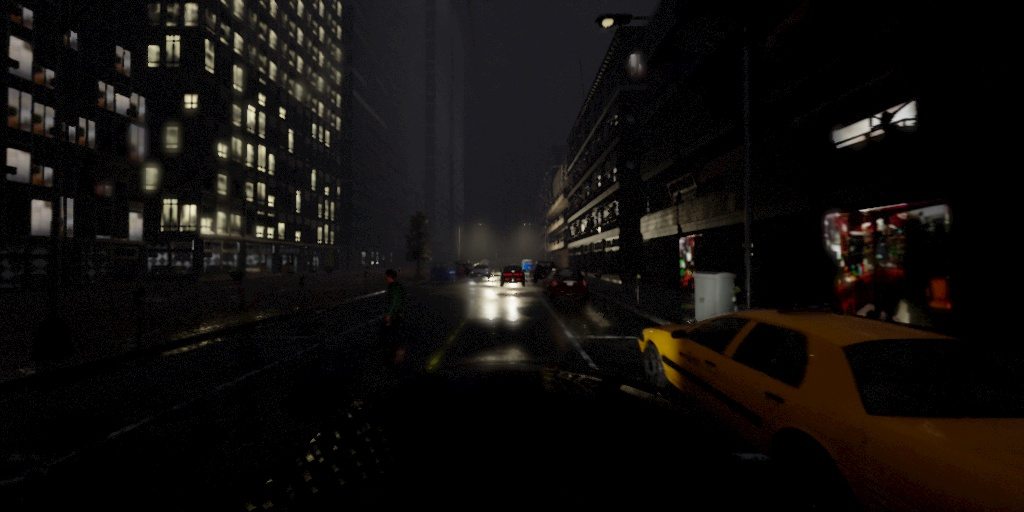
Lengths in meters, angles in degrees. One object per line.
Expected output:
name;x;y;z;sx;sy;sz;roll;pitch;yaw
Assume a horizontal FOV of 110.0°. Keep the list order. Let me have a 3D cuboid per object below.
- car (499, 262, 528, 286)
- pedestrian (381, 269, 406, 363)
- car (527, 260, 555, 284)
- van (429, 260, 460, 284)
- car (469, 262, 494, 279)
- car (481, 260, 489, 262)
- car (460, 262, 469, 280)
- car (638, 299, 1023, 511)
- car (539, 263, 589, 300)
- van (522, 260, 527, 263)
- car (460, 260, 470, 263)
car;0.069;1.488;28.159;1.837;1.490;4.892;0;0;0
pedestrian;-2.273;1.090;6.903;0.375;1.860;0.375;1;-1;0
car;2.685;1.310;29.881;2.192;1.841;5.009;0;0;0
van;-5.696;1.336;29.857;1.690;1.789;3.998;0;0;0
car;-3.102;1.576;36.562;1.812;1.442;4.674;0;0;0
car;-5.703;1.815;63.734;2.007;1.370;4.403;0;0;0
car;-5.697;1.587;35.504;1.888;1.381;4.507;0;0;0
car;2.999;1.225;3.904;1.801;1.575;5.366;0;-1;0
car;2.687;1.339;18.589;1.967;1.591;4.097;0;0;0
van;2.679;1.561;58.114;1.690;1.789;3.998;0;0;0
car;-5.698;1.403;41.150;2.192;1.841;5.009;0;0;0
